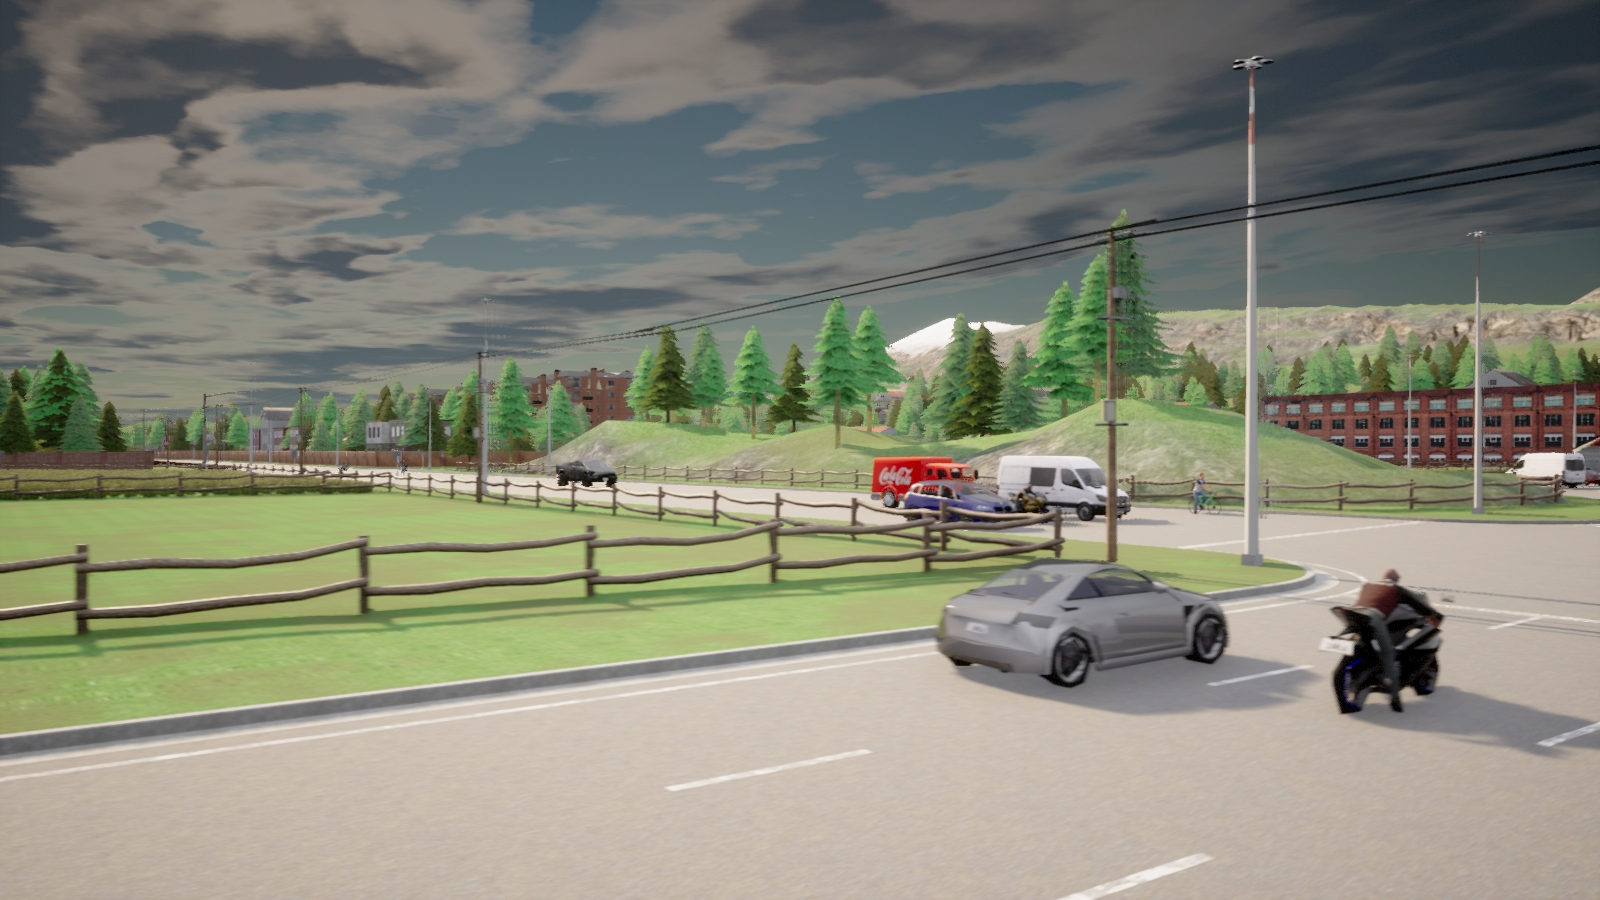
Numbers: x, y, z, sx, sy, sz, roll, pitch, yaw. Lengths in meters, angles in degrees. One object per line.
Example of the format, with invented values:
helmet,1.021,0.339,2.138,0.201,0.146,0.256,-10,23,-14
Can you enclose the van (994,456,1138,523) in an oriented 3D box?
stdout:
van,10.811,1.531,46.988,1.988,2.561,5.915,0,0,-36

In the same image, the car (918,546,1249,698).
car,3.776,2.117,14.994,4.181,1.385,1.994,0,0,-36

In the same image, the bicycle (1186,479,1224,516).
bicycle,17.559,2.051,49.601,0.373,1.496,1.643,0,0,-36

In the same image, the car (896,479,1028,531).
car,5.872,1.965,41.876,2.242,1.667,4.611,0,0,-35

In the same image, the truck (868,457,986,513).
truck,5.890,1.565,53.649,2.627,2.467,5.204,0,0,-37

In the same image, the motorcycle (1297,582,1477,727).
motorcycle,6.532,2.204,12.677,2.209,1.251,0.867,0,0,-36

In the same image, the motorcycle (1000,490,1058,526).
motorcycle,8.769,2.202,43.839,0.867,1.251,2.209,0,0,-36
